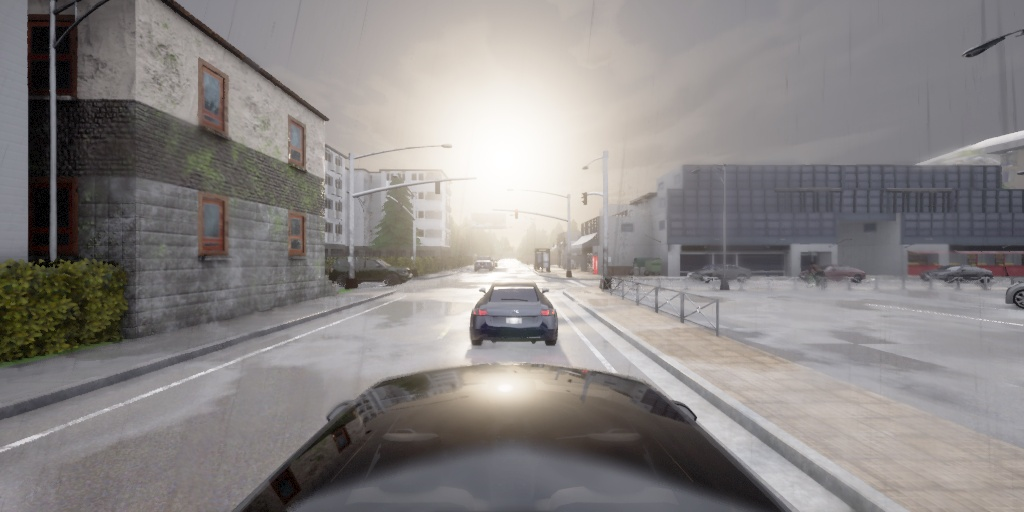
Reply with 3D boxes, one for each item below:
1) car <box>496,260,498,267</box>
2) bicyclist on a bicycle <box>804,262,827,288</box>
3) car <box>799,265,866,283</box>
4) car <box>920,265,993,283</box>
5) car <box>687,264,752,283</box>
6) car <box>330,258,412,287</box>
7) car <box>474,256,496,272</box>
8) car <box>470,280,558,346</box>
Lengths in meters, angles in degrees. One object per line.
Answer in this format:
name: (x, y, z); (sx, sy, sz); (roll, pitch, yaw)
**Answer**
car: (-3.654, 1.351, 56.973); (1.895, 1.301, 4.718); (0, 0, 0)
bicyclist on a bicycle: (18.689, 1.227, 22.084); (0.582, 1.620, 1.656); (0, 0, 0)
car: (26.398, 1.452, 29.590); (4.674, 1.442, 1.812); (0, 0, 0)
car: (36.708, 1.452, 29.612); (4.674, 1.442, 1.812); (0, 0, 0)
car: (17.033, 1.418, 29.561); (4.902, 1.511, 2.128); (0, 0, 0)
car: (-10.082, 1.136, 25.760); (5.566, 2.045, 2.150); (-1, 0, 0)
car: (-3.653, 0.972, 47.080); (2.150, 2.045, 5.566); (0, 0, 0)
car: (0.053, 1.314, 9.463); (1.994, 1.385, 4.181); (0, 0, 0)
